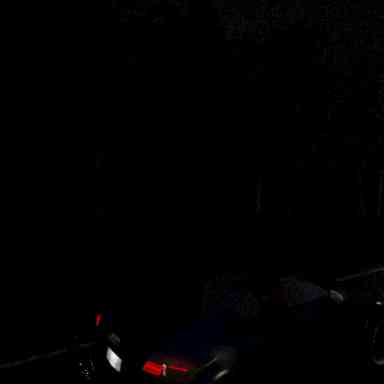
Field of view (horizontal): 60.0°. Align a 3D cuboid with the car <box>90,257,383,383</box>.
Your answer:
[{"bbox_3d":[0.875,1.595,4.369,4.181,1.385,1.994,1,0,-36],"label":"car"}]
